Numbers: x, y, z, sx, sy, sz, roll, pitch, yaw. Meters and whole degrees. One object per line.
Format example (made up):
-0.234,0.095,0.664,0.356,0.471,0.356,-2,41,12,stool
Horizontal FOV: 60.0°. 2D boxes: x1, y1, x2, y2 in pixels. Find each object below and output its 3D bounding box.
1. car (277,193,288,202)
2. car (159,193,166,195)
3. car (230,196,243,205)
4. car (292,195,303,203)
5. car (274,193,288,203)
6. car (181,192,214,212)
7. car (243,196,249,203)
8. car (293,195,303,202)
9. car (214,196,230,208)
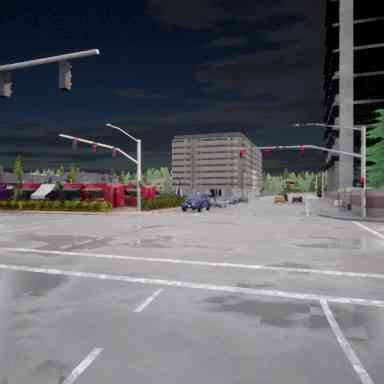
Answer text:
21.513,1.225,78.819,2.150,2.045,5.566,0,0,19,car
-8.000,1.209,81.429,4.605,1.855,1.932,0,0,19,car
6.844,1.491,57.666,2.128,1.511,4.902,0,0,19,car
21.419,1.478,67.598,1.882,1.535,5.008,0,0,19,car
18.205,1.478,69.000,1.882,1.535,5.008,0,0,19,car
0.580,1.221,39.305,2.150,2.045,5.566,0,0,19,car
10.314,1.547,67.656,2.033,1.411,5.357,0,0,19,car
24.708,1.525,77.343,2.128,1.511,4.902,0,0,19,car
3.724,1.601,48.548,1.895,1.301,4.718,0,0,19,car
